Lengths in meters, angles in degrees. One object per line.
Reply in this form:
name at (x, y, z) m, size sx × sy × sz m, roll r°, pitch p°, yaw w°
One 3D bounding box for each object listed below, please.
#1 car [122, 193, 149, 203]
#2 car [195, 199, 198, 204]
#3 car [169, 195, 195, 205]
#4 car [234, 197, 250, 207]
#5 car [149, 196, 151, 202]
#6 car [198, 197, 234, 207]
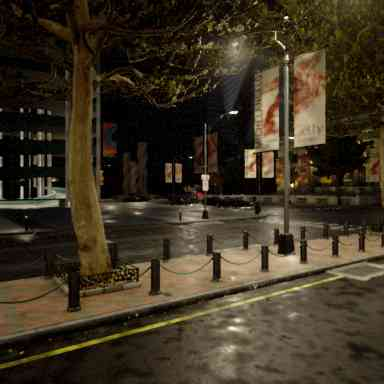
car at (-12.037, 1.537, 68.733) m, size 5.357 × 1.411 × 2.033 m, roll 0°, pitch 0°, yaw 37°
car at (-0.643, 1.523, 61.957) m, size 1.812 × 1.442 × 4.674 m, roll 0°, pitch 0°, yaw -36°
car at (-2.175, 1.350, 58.103) m, size 2.097 × 1.767 × 4.553 m, roll 0°, pitch 0°, yaw -37°
car at (6.582, 1.544, 51.978) m, size 2.033 × 1.411 × 5.357 m, roll 0°, pitch 0°, yaw -35°
car at (-11.507, 1.222, 72.561) m, size 5.566 × 2.045 × 2.150 m, roll 0°, pitch 0°, yaw 33°
car at (3.522, 1.475, 50.230) m, size 1.882 × 1.535 × 5.008 m, roll 0°, pitch 0°, yaw -35°
